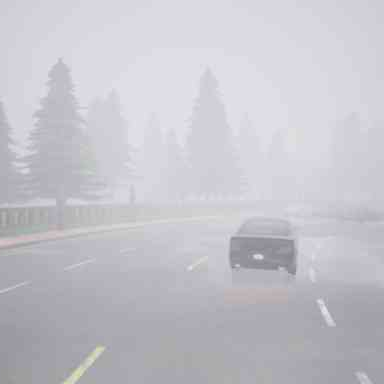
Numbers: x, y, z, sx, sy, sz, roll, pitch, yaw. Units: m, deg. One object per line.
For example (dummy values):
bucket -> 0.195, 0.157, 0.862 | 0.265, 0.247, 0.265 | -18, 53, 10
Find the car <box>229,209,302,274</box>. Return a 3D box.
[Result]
car -> 2.561, 1.567, 11.153 | 1.882, 1.535, 5.008 | 0, 0, 19

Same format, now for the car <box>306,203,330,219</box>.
car -> 13.273, 1.885, 31.273 | 4.718, 1.301, 1.895 | 1, 0, -35

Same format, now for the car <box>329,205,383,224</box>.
car -> 13.725, 1.806, 27.108 | 5.357, 1.411, 2.033 | 1, -1, -39

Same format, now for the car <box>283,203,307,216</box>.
car -> 11.038, 1.814, 33.851 | 4.674, 1.442, 1.812 | 1, -1, -35
